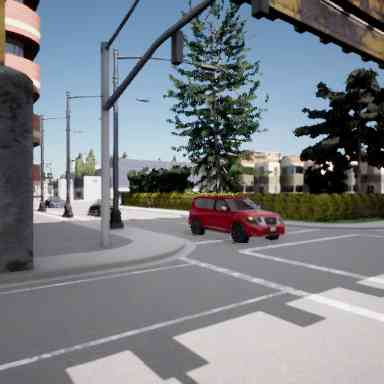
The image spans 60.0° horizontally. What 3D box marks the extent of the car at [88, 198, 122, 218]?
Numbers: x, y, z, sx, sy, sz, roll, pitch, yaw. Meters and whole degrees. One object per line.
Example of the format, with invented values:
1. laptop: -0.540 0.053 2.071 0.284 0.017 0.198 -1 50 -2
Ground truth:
1. car: -8.097 1.555 30.771 1.994 1.385 4.181 0 0 -35

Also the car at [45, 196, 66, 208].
1. car: -19.183 1.373 46.697 2.097 1.767 4.553 0 0 -35

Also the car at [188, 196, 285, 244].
1. car: 1.921 1.213 16.322 2.150 2.045 5.566 0 0 -33

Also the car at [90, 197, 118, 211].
1. car: -11.006 1.466 41.357 1.882 1.535 5.008 0 0 -35
